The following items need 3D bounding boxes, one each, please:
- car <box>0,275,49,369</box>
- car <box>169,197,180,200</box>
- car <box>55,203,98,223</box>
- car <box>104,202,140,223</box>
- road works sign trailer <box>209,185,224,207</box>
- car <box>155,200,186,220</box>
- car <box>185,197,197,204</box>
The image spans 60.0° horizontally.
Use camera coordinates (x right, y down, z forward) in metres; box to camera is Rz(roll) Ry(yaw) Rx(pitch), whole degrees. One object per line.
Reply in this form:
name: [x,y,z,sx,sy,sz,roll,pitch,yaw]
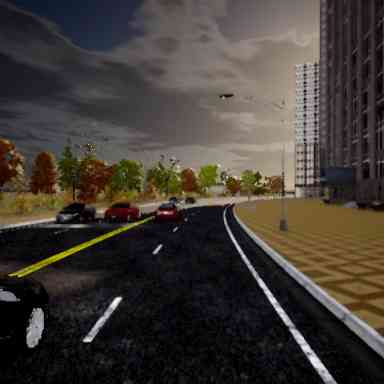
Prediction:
car: [-3.102,1.510,3.171,1.837,1.490,4.892,0,0,0]
car: [-3.570,1.724,66.982,1.812,1.442,4.674,0,0,11]
car: [-8.851,1.584,25.961,1.812,1.442,4.674,0,0,4]
car: [-5.534,1.547,26.792,1.882,1.535,5.008,0,0,5]
road works sign trailer: [4.054,0.644,53.679,2.380,3.560,2.880,0,0,9]
car: [-1.935,1.649,28.714,1.994,1.385,4.181,0,0,5]
car: [-0.169,1.674,67.492,1.882,1.535,5.008,0,0,11]
